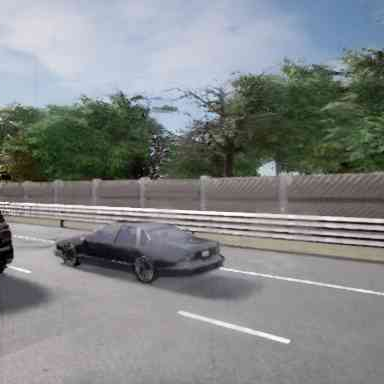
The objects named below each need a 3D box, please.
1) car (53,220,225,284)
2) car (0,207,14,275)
[{"bbox_3d":[-1.715,1.531,9.505,5.357,1.411,2.033,0,0,36],"label":"car"},{"bbox_3d":[-7.038,1.192,9.006,5.566,2.045,2.150,0,0,36],"label":"car"}]
